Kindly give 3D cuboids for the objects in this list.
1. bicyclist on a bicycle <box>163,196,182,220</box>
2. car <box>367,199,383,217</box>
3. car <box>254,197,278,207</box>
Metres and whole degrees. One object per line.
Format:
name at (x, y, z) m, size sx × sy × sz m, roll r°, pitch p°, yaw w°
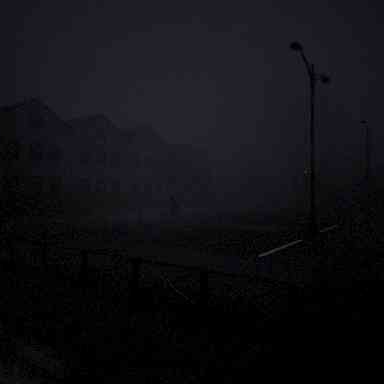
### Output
bicyclist on a bicycle at (-1.376, 1.109, 23.031) m, size 1.656 × 1.620 × 0.582 m, roll 0°, pitch 0°, yaw 35°
car at (15.442, 1.298, 26.798) m, size 2.007 × 1.523 × 4.514 m, roll 0°, pitch 0°, yaw 35°
car at (10.440, 1.356, 46.668) m, size 2.033 × 1.411 × 5.357 m, roll 0°, pitch 0°, yaw 32°
